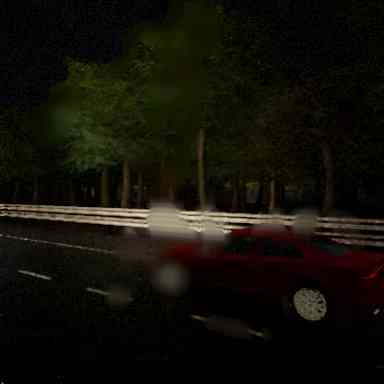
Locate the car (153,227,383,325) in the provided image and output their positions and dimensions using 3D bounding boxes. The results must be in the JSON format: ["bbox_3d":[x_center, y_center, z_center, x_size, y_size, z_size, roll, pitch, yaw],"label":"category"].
[{"bbox_3d":[1.364,1.498,7.196,5.008,1.535,1.882,0,0,36],"label":"car"}]
